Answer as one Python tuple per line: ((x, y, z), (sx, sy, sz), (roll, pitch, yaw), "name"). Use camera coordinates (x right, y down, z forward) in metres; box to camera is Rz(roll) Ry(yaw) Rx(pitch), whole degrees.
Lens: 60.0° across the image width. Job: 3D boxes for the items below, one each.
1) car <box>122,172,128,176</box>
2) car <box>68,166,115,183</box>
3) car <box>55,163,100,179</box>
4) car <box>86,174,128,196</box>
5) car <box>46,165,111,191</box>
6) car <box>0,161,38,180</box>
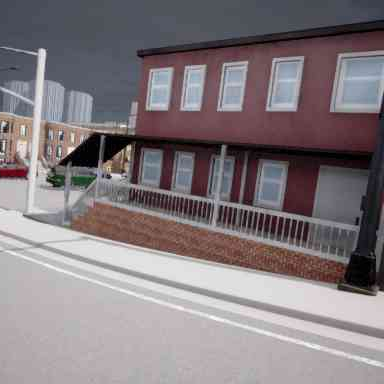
((-8.414, -2.549, 49.939), (2.128, 1.511, 4.902), (10, 6, 36), "car")
((-11.835, -2.040, 39.315), (2.128, 1.511, 4.902), (10, 6, 35), "car")
((-14.291, -2.570, 41.826), (1.882, 1.535, 5.008), (10, 6, 36), "car")
((-6.111, -0.410, 29.181), (2.033, 1.411, 5.357), (10, 6, 35), "car")
((-10.041, -1.249, 29.568), (2.150, 2.045, 5.566), (10, 6, 35), "car")
((-17.352, -2.058, 31.666), (1.882, 1.535, 5.008), (10, 6, 35), "car")
